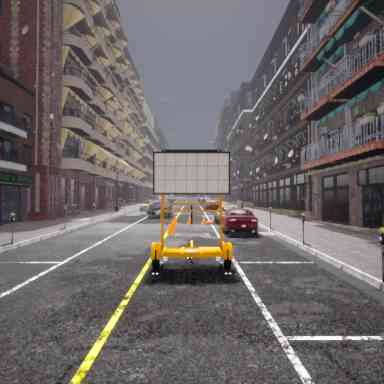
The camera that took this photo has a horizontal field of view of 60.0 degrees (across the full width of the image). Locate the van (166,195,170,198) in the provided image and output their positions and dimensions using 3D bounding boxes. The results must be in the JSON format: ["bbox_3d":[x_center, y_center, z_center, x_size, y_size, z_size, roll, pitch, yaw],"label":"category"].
[{"bbox_3d":[-5.288,1.460,57.589,1.690,1.788,3.998,2,0,0],"label":"van"}]

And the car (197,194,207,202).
[{"bbox_3d":[2.559,1.551,85.182,2.192,1.841,5.009,1,0,0],"label":"car"}]

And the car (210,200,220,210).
[{"bbox_3d":[2.586,1.555,24.514,1.752,1.417,4.829,1,0,0],"label":"car"}]

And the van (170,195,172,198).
[{"bbox_3d":[-5.288,1.481,63.121,1.690,1.788,3.998,1,0,0],"label":"van"}]

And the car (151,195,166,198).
[{"bbox_3d":[-5.287,1.399,46.530,2.192,1.841,5.009,2,0,0],"label":"car"}]

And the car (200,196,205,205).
[{"bbox_3d":[2.586,1.635,46.466,2.008,1.369,4.403,1,0,0],"label":"car"}]

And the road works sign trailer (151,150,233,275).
[{"bbox_3d":[-0.009,0.473,10.485,2.380,3.560,2.880,0,0,0],"label":"road works sign trailer"}]

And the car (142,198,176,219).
[{"bbox_3d":[-2.750,1.531,29.345,2.128,1.511,4.902,0,0,0],"label":"car"}]

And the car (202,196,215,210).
[{"bbox_3d":[2.586,1.614,40.934,1.887,1.381,4.507,1,0,0],"label":"car"}]

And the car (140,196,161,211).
[{"bbox_3d":[-5.293,1.594,40.828,1.752,1.417,4.829,2,0,0],"label":"car"}]

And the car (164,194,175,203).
[{"bbox_3d":[-5.287,1.526,79.711,2.192,1.841,5.009,1,0,0],"label":"car"}]

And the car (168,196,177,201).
[{"bbox_3d":[-5.293,1.830,90.773,1.947,1.339,4.313,1,0,0],"label":"car"}]

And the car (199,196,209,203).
[{"bbox_3d":[2.598,1.626,74.120,1.967,1.590,4.097,1,0,0],"label":"car"}]

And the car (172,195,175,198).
[{"bbox_3d":[-5.287,1.501,74.181,2.192,1.841,5.009,1,0,0],"label":"car"}]

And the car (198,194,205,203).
[{"bbox_3d":[2.588,1.684,63.058,1.887,1.381,4.507,1,0,0],"label":"car"}]

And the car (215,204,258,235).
[{"bbox_3d":[2.586,1.565,18.812,1.887,1.381,4.507,1,0,0],"label":"car"}]
